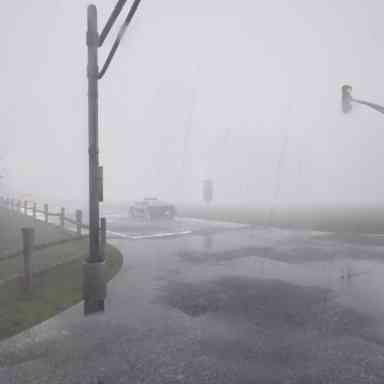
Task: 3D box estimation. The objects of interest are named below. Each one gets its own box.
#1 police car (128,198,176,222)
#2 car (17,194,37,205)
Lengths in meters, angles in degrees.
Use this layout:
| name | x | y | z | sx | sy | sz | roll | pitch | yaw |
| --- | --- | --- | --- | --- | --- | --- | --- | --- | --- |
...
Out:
| name | x | y | z | sx | sy | sz | roll | pitch | yaw |
| --- | --- | --- | --- | --- | --- | --- | --- | --- | --- |
| police car | -3.223 | 1.270 | 25.445 | 1.930 | 1.638 | 5.238 | -1 | 1 | -35 |
| car | -24.683 | 1.041 | 49.675 | 2.097 | 1.767 | 4.553 | -1 | 1 | -35 |
